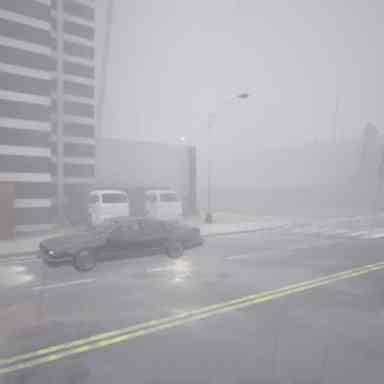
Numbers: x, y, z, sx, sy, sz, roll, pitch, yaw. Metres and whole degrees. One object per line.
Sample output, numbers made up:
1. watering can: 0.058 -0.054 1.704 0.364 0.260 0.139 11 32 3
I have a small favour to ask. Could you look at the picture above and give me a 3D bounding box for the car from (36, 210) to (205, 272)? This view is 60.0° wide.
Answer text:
1. car: -2.127 1.537 11.006 5.357 1.411 2.033 0 0 -35
